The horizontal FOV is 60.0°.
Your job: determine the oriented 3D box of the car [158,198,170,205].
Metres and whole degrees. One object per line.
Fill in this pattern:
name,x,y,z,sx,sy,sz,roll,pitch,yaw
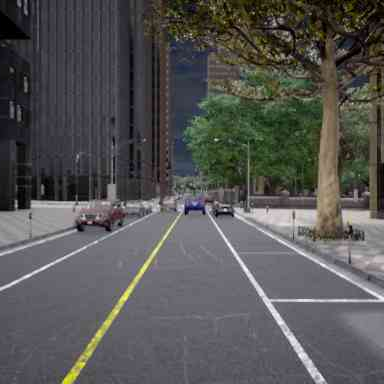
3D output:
car,-5.283,1.761,64.059,1.947,1.339,4.313,0,0,0

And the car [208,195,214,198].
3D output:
car,3.242,1.511,64.006,2.192,1.841,5.009,0,0,0

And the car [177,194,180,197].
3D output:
car,-5.079,1.888,91.343,1.802,1.307,4.206,0,0,0

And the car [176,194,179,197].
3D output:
car,-5.119,1.866,85.886,1.802,1.307,4.206,0,0,0

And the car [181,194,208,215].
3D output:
car,0.338,1.322,35.348,2.150,2.045,5.566,0,0,2

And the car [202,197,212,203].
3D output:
car,3.324,1.806,74.917,1.947,1.339,4.313,0,0,0

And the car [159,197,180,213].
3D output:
car,-2.720,1.638,39.562,1.812,1.442,4.674,0,0,1

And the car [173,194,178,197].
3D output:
car,-5.160,1.812,80.429,2.008,1.369,4.403,0,0,0

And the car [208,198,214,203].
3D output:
car,3.042,1.657,37.340,2.008,1.369,4.403,0,0,0

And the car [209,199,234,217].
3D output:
car,3.001,1.656,31.827,1.947,1.339,4.313,0,0,0

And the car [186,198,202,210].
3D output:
car,0.411,1.660,48.165,2.128,1.511,4.902,1,0,2

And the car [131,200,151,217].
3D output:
car,-5.524,1.640,31.883,2.008,1.369,4.403,0,0,0

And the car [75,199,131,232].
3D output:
car,-5.606,1.372,20.859,2.192,1.841,5.009,0,0,0

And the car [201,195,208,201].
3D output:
car,3.447,1.747,91.286,1.967,1.590,4.097,0,0,0
